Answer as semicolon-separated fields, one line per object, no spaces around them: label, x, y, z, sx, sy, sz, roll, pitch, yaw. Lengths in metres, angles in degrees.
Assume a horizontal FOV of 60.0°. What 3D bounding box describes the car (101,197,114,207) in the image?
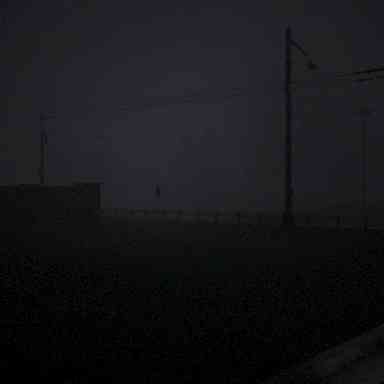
car;-14.260;1.483;51.554;4.902;1.511;2.128;0;0;29
